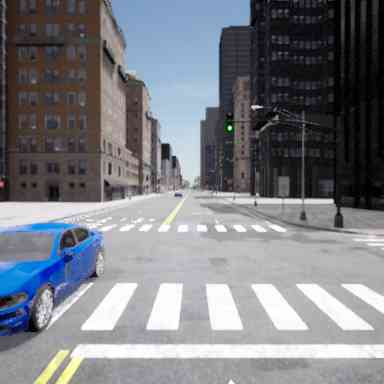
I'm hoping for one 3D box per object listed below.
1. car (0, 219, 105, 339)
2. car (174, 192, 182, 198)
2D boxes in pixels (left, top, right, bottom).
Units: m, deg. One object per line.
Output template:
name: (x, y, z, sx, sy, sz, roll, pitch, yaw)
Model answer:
car: (-3.221, 1.407, 6.817, 1.882, 1.535, 5.008, 0, 1, 0)
car: (-3.167, 0.649, 75.539, 1.895, 1.301, 4.718, 0, 1, 0)
